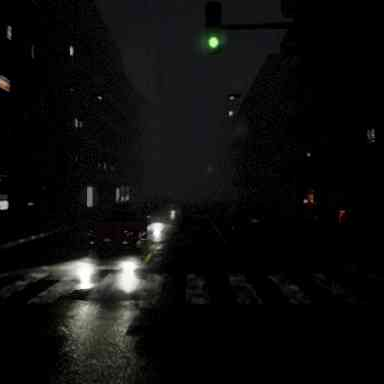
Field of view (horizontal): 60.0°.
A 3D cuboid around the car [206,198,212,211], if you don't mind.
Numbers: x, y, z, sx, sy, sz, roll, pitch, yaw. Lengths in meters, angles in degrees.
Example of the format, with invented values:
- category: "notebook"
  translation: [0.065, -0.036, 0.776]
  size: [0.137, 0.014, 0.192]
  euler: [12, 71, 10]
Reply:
- category: "car"
  translation: [2.690, 1.565, 33.290]
  size: [1.887, 1.381, 4.507]
  euler: [0, 0, 0]

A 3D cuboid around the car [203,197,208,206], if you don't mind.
- category: "car"
  translation: [2.690, 1.575, 38.839]
  size: [2.008, 1.369, 4.403]
  euler: [0, 0, 0]

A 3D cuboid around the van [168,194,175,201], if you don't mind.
- category: "van"
  translation: [-5.692, 1.476, 94.322]
  size: [1.690, 1.788, 3.998]
  euler: [0, 0, 0]

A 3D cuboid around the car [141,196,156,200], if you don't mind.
- category: "car"
  translation: [-5.691, 1.549, 38.669]
  size: [1.752, 1.417, 4.829]
  euler: [0, 0, 0]

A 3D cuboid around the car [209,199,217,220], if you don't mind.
- category: "car"
  translation: [2.690, 1.541, 27.911]
  size: [1.752, 1.417, 4.829]
  euler: [0, 0, 0]

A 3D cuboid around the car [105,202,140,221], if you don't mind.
- category: "car"
  translation: [-5.690, 1.581, 27.742]
  size: [1.947, 1.339, 4.313]
  euler: [0, 0, 0]

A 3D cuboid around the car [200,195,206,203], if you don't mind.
- category: "car"
  translation: [2.690, 1.583, 55.483]
  size: [1.887, 1.381, 4.507]
  euler: [0, 0, 0]

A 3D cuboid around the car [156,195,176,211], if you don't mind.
- category: "car"
  translation: [-3.070, 1.504, 41.489]
  size: [1.882, 1.535, 5.008]
  euler: [0, 0, 0]

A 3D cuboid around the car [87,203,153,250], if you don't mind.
- category: "car"
  translation: [-3.096, 1.483, 14.638]
  size: [1.882, 1.535, 5.008]
  euler: [0, 0, 0]

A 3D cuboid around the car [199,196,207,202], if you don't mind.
- category: "car"
  translation: [2.689, 1.669, 83.225]
  size: [1.947, 1.339, 4.313]
  euler: [0, 0, 0]

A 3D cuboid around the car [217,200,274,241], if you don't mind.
- category: "car"
  translation: [2.690, 1.322, 16.644]
  size: [2.192, 1.841, 5.009]
  euler: [0, 0, 0]

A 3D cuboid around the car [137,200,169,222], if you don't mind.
- category: "car"
  translation: [-3.105, 1.578, 25.937]
  size: [1.994, 1.385, 4.181]
  euler: [0, 0, -1]

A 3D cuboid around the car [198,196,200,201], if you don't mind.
- category: "car"
  translation: [2.689, 1.618, 72.126]
  size: [1.887, 1.381, 4.507]
  euler: [0, 0, 0]

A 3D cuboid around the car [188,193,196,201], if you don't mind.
- category: "car"
  translation: [0.000, 1.344, 91.715]
  size: [2.150, 2.045, 5.566]
  euler: [0, 0, 0]

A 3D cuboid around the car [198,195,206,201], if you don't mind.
- category: "car"
  translation: [2.689, 1.558, 88.773]
  size: [1.967, 1.590, 4.097]
  euler: [0, 0, 0]
